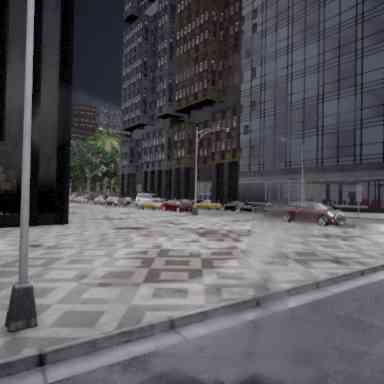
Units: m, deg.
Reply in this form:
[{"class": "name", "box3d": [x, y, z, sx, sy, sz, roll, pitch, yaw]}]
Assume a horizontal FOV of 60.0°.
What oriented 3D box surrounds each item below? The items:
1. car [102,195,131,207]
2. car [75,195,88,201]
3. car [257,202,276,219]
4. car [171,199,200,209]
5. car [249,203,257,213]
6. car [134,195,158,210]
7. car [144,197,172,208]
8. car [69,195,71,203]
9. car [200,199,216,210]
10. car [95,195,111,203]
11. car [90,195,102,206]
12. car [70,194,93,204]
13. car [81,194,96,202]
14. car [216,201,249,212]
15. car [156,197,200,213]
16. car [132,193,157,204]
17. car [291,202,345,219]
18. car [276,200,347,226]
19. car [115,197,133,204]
[{"class": "car", "box3d": [-11.133, 1.381, 48.632, 1.967, 1.590, 4.097, 2, -1, -35]}, {"class": "car", "box3d": [-29.768, 1.687, 89.453, 1.752, 1.417, 4.829, 2, -1, -35]}, {"class": "car", "box3d": [7.734, 1.557, 26.746, 1.994, 1.385, 4.181, 2, -1, -35]}, {"class": "car", "box3d": [-1.006, 1.711, 49.103, 2.008, 1.369, 4.403, 2, -1, -35]}, {"class": "car", "box3d": [8.548, 1.732, 35.700, 1.802, 1.307, 4.206, 2, -1, -35]}, {"class": "car", "box3d": [-4.665, 1.461, 39.555, 1.752, 1.417, 4.829, 2, -1, -35]}, {"class": "car", "box3d": [-5.171, 1.583, 50.263, 2.128, 1.511, 4.902, 2, -1, -35]}, {"class": "car", "box3d": [-23.875, 1.382, 66.507, 1.967, 1.590, 4.097, 2, -1, -35]}, {"class": "car", "box3d": [2.080, 1.682, 44.774, 1.752, 1.417, 4.829, 2, -1, -35]}, {"class": "car", "box3d": [-20.288, 1.506, 75.515, 2.097, 1.767, 4.553, 2, -1, -35]}, {"class": "car", "box3d": [-14.321, 1.524, 53.099, 1.802, 1.307, 4.206, 2, -1, -35]}, {"class": "car", "box3d": [-20.592, 1.467, 61.899, 1.752, 1.417, 4.829, 2, -1, -35]}, {"class": "car", "box3d": [-26.480, 1.477, 84.850, 2.192, 1.841, 5.009, 2, -1, -35]}, {"class": "car", "box3d": [5.363, 1.719, 40.167, 1.947, 1.339, 4.313, 2, -1, -35]}, {"class": "car", "box3d": [-1.579, 1.477, 35.225, 1.887, 1.381, 4.507, 2, -1, -35]}, {"class": "car", "box3d": [-5.757, 1.231, 45.732, 2.150, 2.045, 5.566, 2, -1, -35]}, {"class": "car", "box3d": [11.733, 1.713, 31.232, 1.947, 1.339, 4.313, 2, -1, -35]}, {"class": "car", "box3d": [7.962, 1.362, 21.847, 1.967, 1.590, 4.097, 2, -1, -37]}, {"class": "car", "box3d": [-13.746, 1.729, 66.975, 1.947, 1.339, 4.313, 2, -1, -35]}]
